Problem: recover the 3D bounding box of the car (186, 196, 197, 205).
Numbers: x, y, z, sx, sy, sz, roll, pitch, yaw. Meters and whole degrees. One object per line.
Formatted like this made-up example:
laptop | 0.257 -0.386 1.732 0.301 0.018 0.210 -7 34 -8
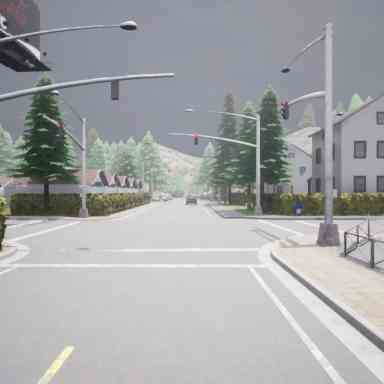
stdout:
car | -0.086 1.505 59.225 1.837 1.490 4.892 0 0 0
